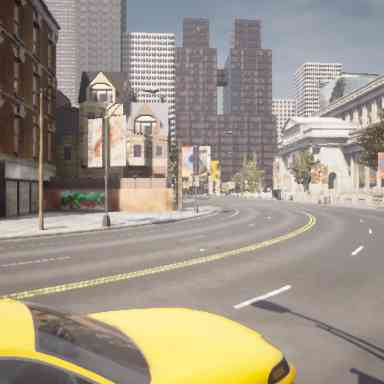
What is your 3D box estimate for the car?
[{"bbox_3d":[-1.506,1.448,2.207,5.366,1.575,1.801,0,0,-36],"label":"car"}]
